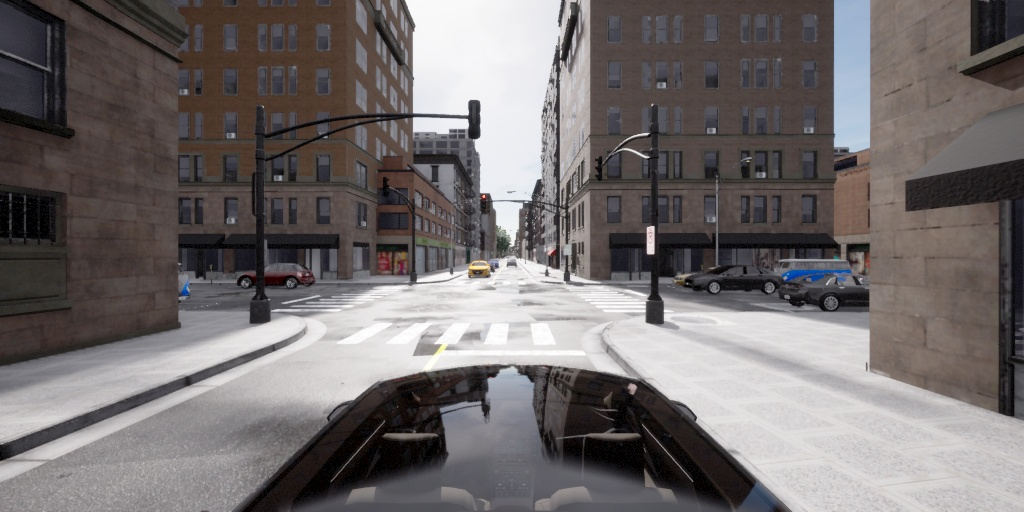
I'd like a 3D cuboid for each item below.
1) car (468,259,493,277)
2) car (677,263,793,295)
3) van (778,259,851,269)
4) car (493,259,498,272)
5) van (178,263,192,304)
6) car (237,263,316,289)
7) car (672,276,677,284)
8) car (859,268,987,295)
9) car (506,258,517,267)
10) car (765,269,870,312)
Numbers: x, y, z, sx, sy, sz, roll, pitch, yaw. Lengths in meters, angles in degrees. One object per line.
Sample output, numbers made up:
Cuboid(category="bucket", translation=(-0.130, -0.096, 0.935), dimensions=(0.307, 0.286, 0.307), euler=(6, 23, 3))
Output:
Cuboid(category="car", translation=(-3.123, 1.218, 34.780), dimensions=(1.882, 1.535, 5.008), euler=(0, 0, -1))
Cuboid(category="car", translation=(11.916, 1.248, 19.416), dimensions=(4.892, 1.490, 1.837), euler=(0, 0, -1))
Cuboid(category="van", translation=(18.247, 1.081, 21.911), dimensions=(3.998, 1.789, 1.690), euler=(0, 0, 1))
Cuboid(category="car", translation=(-3.132, 1.333, 45.091), dimensions=(1.895, 1.301, 4.718), euler=(0, 0, 0))
Cuboid(category="van", translation=(-14.682, 1.089, 13.704), dimensions=(3.998, 1.789, 1.690), euler=(0, 0, 1))
Cuboid(category="car", translation=(-14.617, 1.172, 22.230), dimensions=(4.097, 1.591, 1.967), euler=(0, 0, 1))
Cuboid(category="car", translation=(12.408, 1.264, 21.968), dimensions=(4.829, 1.417, 1.751), euler=(0, 0, 1))
Cuboid(category="car", translation=(21.949, 1.346, 19.306), dimensions=(4.718, 1.301, 1.895), euler=(0, 0, 1))
Cuboid(category="car", translation=(-0.044, 1.260, 63.714), dimensions=(2.033, 1.411, 5.357), euler=(0, 0, 0))
Cuboid(category="car", translation=(12.513, 1.305, 13.441), dimensions=(4.403, 1.370, 2.007), euler=(0, 0, 1))
